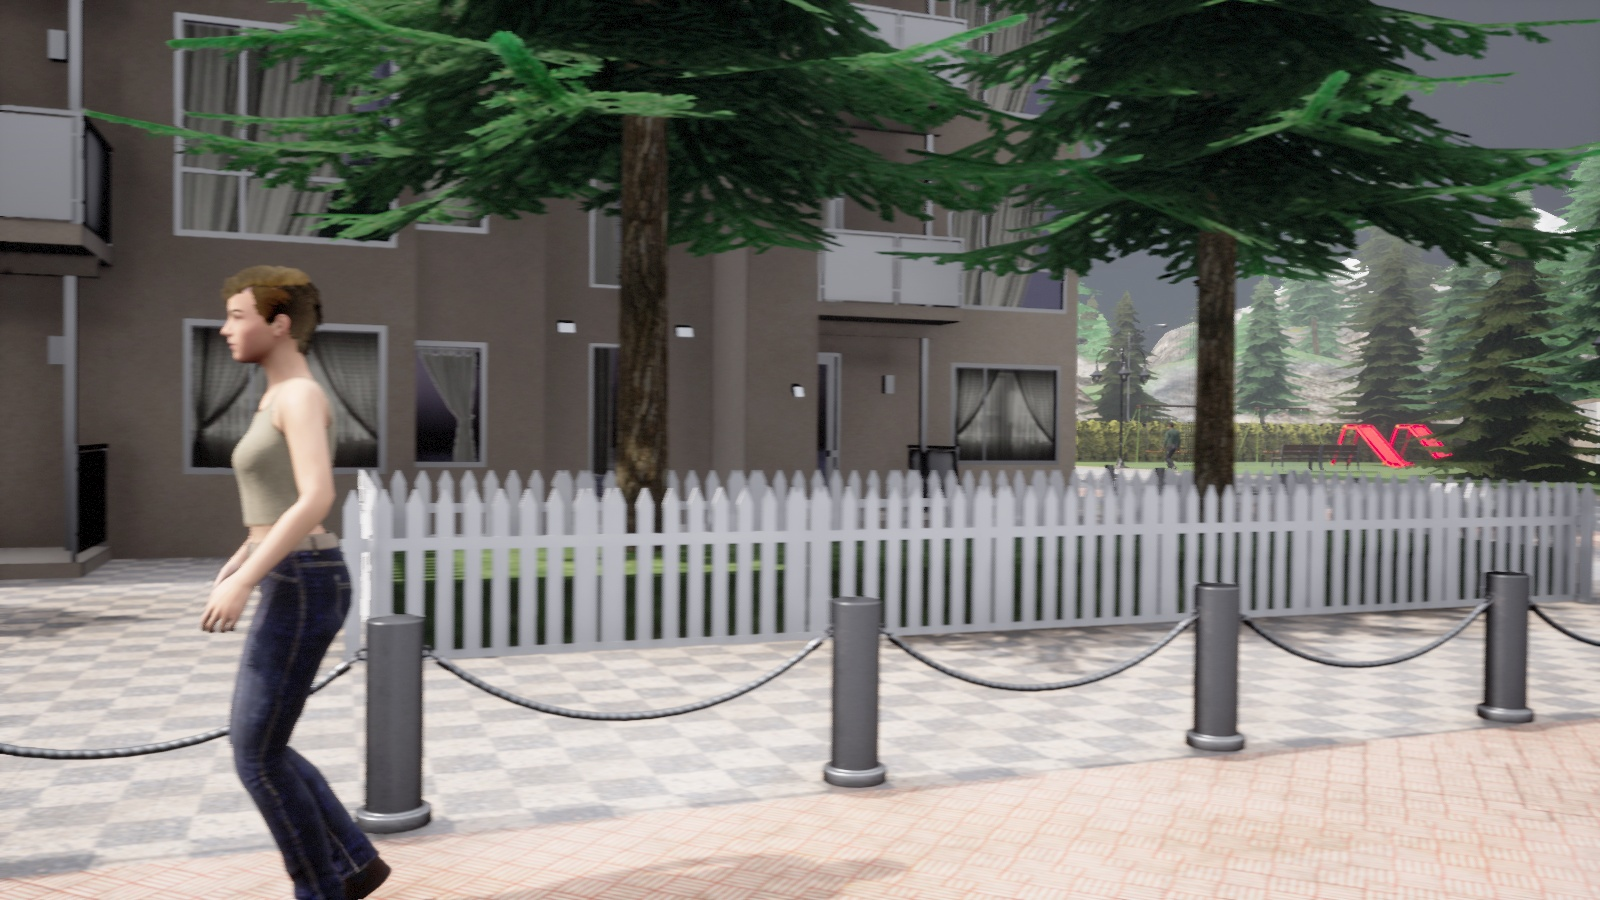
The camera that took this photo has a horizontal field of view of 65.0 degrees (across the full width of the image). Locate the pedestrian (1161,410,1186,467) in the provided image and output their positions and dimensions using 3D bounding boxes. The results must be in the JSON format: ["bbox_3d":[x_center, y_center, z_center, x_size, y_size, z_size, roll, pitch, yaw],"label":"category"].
[{"bbox_3d":[12.979,-0.407,43.663,0.423,1.949,0.788,-1,1,-21],"label":"pedestrian"}]

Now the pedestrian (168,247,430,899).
[{"bbox_3d":[-1.331,0.413,3.365,0.594,1.836,0.345,-1,1,-22],"label":"pedestrian"}]
